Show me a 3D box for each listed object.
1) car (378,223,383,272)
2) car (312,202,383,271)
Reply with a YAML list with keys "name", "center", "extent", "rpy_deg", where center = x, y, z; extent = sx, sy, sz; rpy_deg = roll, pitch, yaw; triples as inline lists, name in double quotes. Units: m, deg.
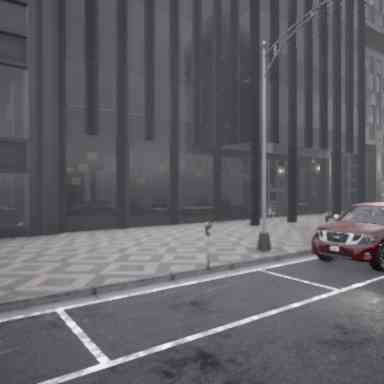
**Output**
- name: "car"
  center: [6.710, 1.489, 8.167]
  extent: [4.674, 1.442, 1.812]
  rpy_deg: [0, 0, -35]
- name: "car"
  center: [6.086, 1.274, 10.874]
  extent: [5.009, 1.841, 2.192]
  rpy_deg: [0, 0, -36]
